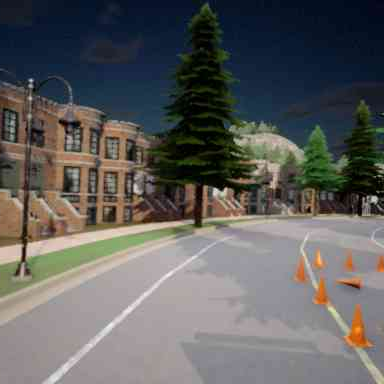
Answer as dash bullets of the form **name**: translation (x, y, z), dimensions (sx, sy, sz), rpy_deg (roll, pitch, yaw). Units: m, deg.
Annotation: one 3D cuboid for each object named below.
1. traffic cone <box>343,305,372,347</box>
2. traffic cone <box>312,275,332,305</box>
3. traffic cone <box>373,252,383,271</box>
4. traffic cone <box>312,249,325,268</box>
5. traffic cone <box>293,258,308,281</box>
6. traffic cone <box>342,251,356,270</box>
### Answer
- **traffic cone**: translation (2.648, 2.103, 5.317), dimensions (0.340, 0.580, 0.340), rpy_deg (2, -1, 6)
- **traffic cone**: translation (2.850, 2.128, 7.307), dimensions (0.340, 0.580, 0.340), rpy_deg (2, -1, 6)
- **traffic cone**: translation (6.237, 2.288, 10.981), dimensions (0.340, 0.580, 0.340), rpy_deg (2, 0, 6)
- **traffic cone**: translation (4.249, 2.214, 11.184), dimensions (0.340, 0.580, 0.340), rpy_deg (2, -1, 6)
- **traffic cone**: translation (3.052, 2.153, 9.296), dimensions (0.340, 0.580, 0.340), rpy_deg (2, -1, 6)
- **traffic cone**: translation (5.244, 2.250, 11.082), dimensions (0.340, 0.580, 0.340), rpy_deg (2, 0, 6)
